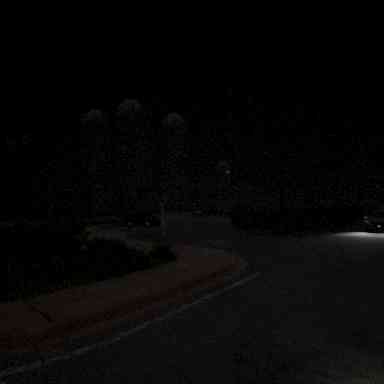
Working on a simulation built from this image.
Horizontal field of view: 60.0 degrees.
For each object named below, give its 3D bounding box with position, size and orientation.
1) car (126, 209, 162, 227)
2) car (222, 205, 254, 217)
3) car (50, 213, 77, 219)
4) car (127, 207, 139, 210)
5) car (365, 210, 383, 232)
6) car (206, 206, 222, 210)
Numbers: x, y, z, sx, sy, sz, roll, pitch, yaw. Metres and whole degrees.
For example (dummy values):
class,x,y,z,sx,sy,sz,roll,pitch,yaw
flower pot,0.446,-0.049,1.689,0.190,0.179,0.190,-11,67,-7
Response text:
class,x,y,z,sx,sy,sz,roll,pitch,yaw
car,-5.059,2.894,35.526,3.905,1.438,1.784,-3,-2,35
car,7.722,3.014,54.020,4.605,1.855,1.932,-3,-2,35
car,-16.264,3.376,41.942,4.193,1.474,1.816,-3,-2,35
car,-8.976,3.400,53.301,3.866,1.878,1.905,-3,-2,35
car,13.733,2.037,23.945,1.812,1.442,4.674,-3,-2,36
car,4.955,3.915,73.091,4.611,1.667,2.242,-3,-2,35
